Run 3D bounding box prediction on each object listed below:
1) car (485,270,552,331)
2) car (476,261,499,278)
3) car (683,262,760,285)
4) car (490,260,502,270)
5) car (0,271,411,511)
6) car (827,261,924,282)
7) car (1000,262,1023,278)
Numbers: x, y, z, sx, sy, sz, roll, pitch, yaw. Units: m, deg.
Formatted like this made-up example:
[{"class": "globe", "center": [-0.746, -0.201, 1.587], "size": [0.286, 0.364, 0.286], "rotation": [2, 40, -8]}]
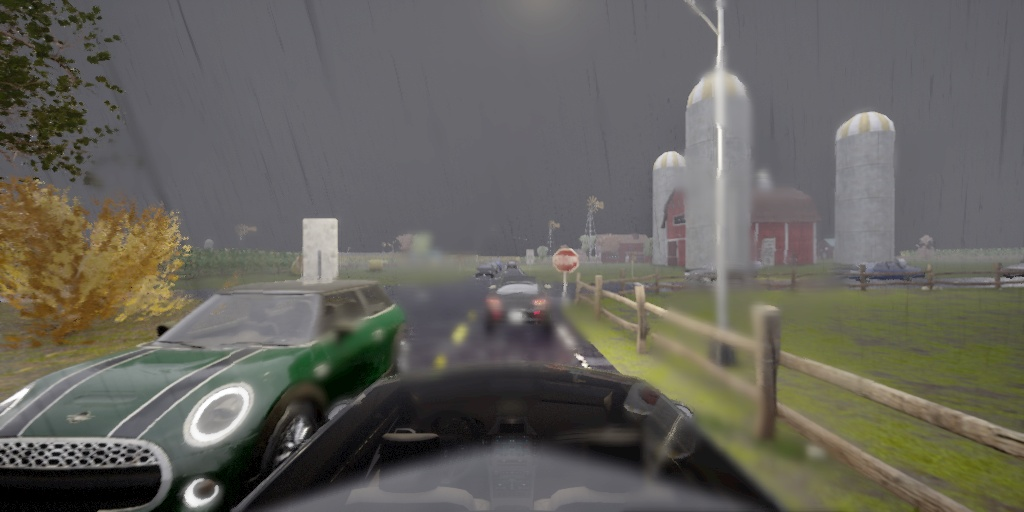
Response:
[{"class": "car", "center": [0.266, 1.349, 11.203], "size": [1.812, 1.442, 4.674], "rotation": [0, 0, 3]}, {"class": "car", "center": [-2.851, 1.605, 39.627], "size": [2.033, 1.411, 5.357], "rotation": [0, 0, 0]}, {"class": "car", "center": [14.548, 1.174, 25.030], "size": [4.902, 1.511, 2.128], "rotation": [-1, 0, -1]}, {"class": "car", "center": [-2.837, 1.652, 49.924], "size": [1.837, 1.490, 4.892], "rotation": [0, -1, 1]}, {"class": "car", "center": [-2.826, 1.122, 4.403], "size": [2.097, 1.767, 4.553], "rotation": [0, 0, 0]}, {"class": "car", "center": [25.390, 1.076, 25.105], "size": [5.357, 1.411, 2.033], "rotation": [-1, 0, 0]}, {"class": "car", "center": [37.616, 0.905, 25.181], "size": [5.357, 1.411, 2.033], "rotation": [-1, 0, -1]}]
